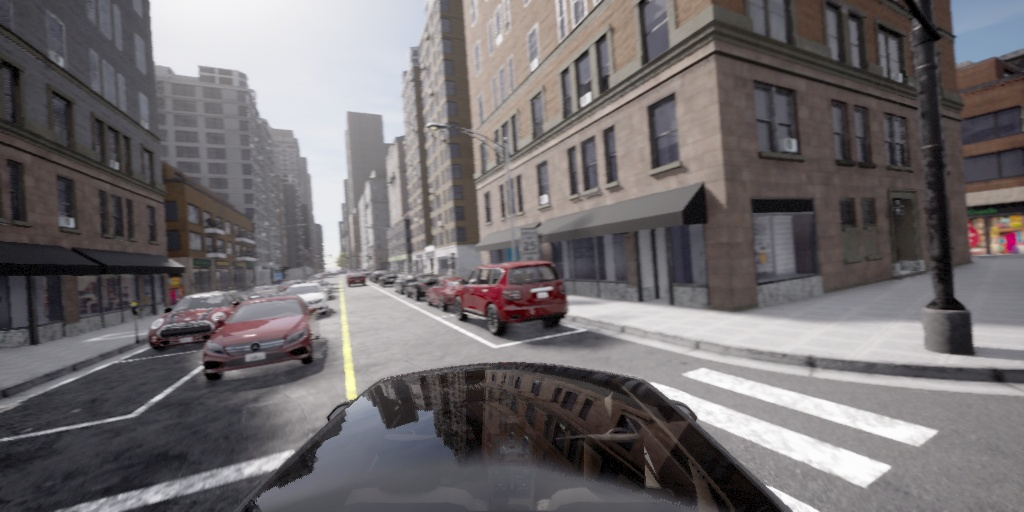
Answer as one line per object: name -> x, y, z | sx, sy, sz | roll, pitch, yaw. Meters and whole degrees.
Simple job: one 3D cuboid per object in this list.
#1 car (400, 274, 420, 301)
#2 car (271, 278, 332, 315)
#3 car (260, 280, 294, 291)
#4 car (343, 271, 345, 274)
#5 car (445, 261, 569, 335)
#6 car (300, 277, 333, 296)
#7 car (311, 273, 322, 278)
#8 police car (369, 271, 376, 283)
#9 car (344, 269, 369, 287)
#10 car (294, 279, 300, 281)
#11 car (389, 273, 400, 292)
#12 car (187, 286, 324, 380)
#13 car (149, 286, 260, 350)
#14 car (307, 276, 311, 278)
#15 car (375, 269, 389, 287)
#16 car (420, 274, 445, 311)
car -> -4.989, 1.752, 20.849 | 1.948, 1.339, 4.313 | 0, 0, -26
car -> -9.861, 2.047, 17.144 | 1.812, 1.442, 4.674 | -4, 0, -25
car -> -15.031, 2.467, 22.109 | 2.007, 1.370, 4.403 | 0, 0, -26
car -> -22.516, 3.069, 50.906 | 1.837, 1.490, 4.892 | -4, 0, -26
car -> -0.213, 1.116, 10.895 | 2.192, 1.841, 5.009 | 0, 0, -26
car -> -14.082, 2.462, 25.988 | 1.895, 1.301, 4.718 | -4, 0, -26
car -> -31.752, 3.819, 56.957 | 1.948, 1.339, 4.313 | 0, 0, -26
police car -> -16.776, 2.554, 45.933 | 1.930, 1.638, 5.238 | -4, 0, -26
car -> -18.112, 2.688, 41.733 | 1.882, 1.535, 5.008 | -4, 0, -25
car -> -19.808, 2.844, 32.066 | 1.888, 1.381, 4.507 | 0, 0, -26
car -> -7.377, 1.928, 25.827 | 2.007, 1.370, 4.403 | 0, 0, -26
car -> -5.878, 1.727, 8.873 | 1.812, 1.442, 4.674 | -4, 0, -26
car -> -10.253, 1.972, 12.151 | 1.967, 1.591, 4.097 | 0, 0, -26
car -> -22.197, 3.072, 37.044 | 1.802, 1.307, 4.207 | 0, 0, -26
car -> -12.154, 2.326, 35.781 | 1.948, 1.339, 4.313 | 0, 0, -26
car -> -2.601, 1.576, 15.872 | 1.802, 1.307, 4.207 | 0, 0, -26
